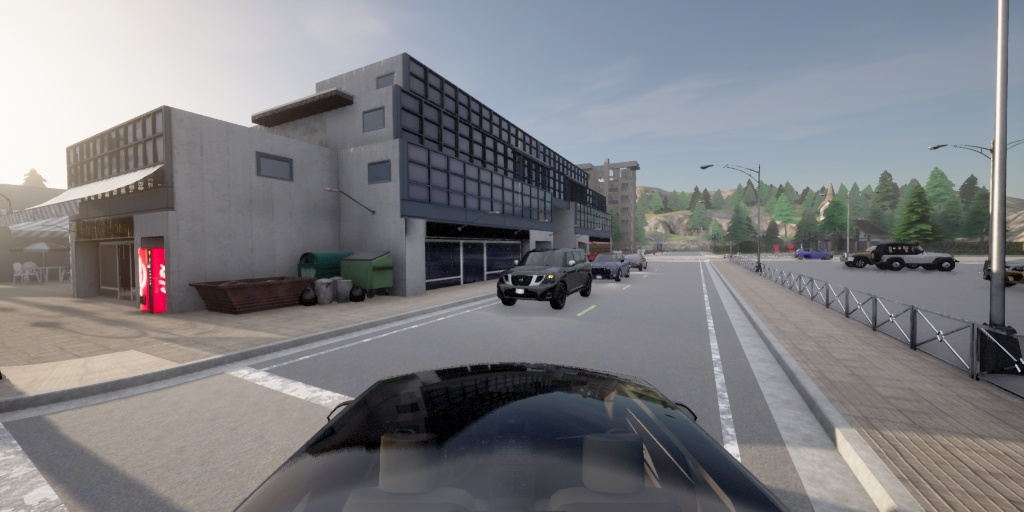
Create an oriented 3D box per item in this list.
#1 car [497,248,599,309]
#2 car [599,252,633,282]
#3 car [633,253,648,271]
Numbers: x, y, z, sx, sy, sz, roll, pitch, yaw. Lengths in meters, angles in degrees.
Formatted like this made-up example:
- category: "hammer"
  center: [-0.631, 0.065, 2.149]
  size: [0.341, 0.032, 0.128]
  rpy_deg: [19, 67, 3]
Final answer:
- category: "car"
  center: [1.515, 0.705, 13.909]
  size: [2.150, 2.045, 5.566]
  rpy_deg: [0, 1, 27]
- category: "car"
  center: [6.042, 0.583, 22.642]
  size: [2.097, 1.767, 4.553]
  rpy_deg: [0, 1, 27]
- category: "car"
  center: [10.755, 0.494, 31.724]
  size: [1.812, 1.442, 4.674]
  rpy_deg: [0, 1, 28]
